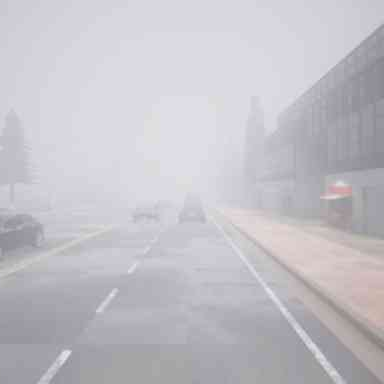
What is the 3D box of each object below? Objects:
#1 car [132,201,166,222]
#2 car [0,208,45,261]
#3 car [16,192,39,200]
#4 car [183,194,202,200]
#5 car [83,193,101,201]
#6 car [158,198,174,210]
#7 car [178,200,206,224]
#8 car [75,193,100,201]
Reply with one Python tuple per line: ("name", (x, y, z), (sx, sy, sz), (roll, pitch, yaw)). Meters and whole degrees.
("car", (-3.406, 1.604, 26.316), (1.895, 1.301, 4.718), (0, 0, 0))
("car", (-7.022, 1.507, 11.955), (1.837, 1.490, 4.892), (0, 0, 0))
("car", (-42.398, 1.403, 85.700), (3.806, 1.475, 1.970), (0, 0, 0))
("car", (0.057, 1.226, 41.615), (2.150, 2.045, 5.566), (0, 0, 0))
("car", (-24.932, 1.164, 82.986), (3.866, 1.878, 1.905), (0, 0, 0))
("car", (-3.442, 1.482, 42.761), (1.882, 1.535, 5.008), (0, 0, 0))
("car", (0.021, 1.567, 25.109), (1.994, 1.385, 4.181), (0, 0, 1))
("car", (-24.987, 1.161, 80.092), (4.605, 1.855, 1.932), (0, 0, 0))
